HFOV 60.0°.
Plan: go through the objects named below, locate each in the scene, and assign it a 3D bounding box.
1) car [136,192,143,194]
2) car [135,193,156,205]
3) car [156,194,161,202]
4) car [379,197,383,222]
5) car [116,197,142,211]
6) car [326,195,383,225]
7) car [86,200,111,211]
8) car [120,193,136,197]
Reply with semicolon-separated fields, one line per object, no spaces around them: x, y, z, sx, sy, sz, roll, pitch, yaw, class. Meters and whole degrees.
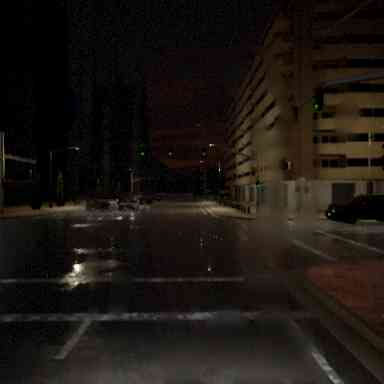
-11.290;1.099;71.621;2.150;2.045;5.566;0;0;-1;car
-7.685;1.422;55.392;2.128;1.511;4.902;0;0;0;car
-7.788;1.238;71.438;2.097;1.767;4.553;0;0;-1;car
14.544;1.382;20.525;4.553;1.767;2.097;0;0;-1;car
-7.527;1.550;39.801;1.895;1.301;4.718;0;0;-1;car
12.652;1.245;23.993;5.566;2.045;2.150;0;0;-1;car
-11.021;1.551;39.257;1.895;1.301;4.718;0;0;-1;car
-11.184;1.280;55.553;2.097;1.767;4.553;0;0;0;car
